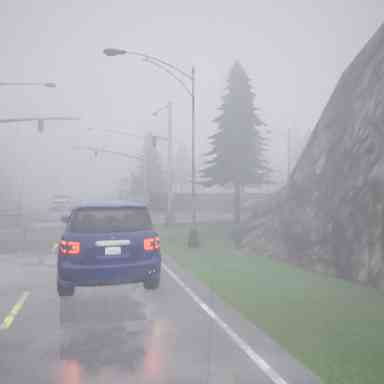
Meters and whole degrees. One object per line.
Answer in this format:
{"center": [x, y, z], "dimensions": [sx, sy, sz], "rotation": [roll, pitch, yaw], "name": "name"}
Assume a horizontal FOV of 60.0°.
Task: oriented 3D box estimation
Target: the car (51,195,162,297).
{"center": [-2.280, 1.220, 8.946], "dimensions": [2.150, 2.045, 5.566], "rotation": [0, 0, -17], "name": "car"}

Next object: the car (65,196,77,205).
{"center": [-21.694, 1.514, 59.804], "dimensions": [1.812, 1.442, 4.674], "rotation": [0, 0, -17], "name": "car"}

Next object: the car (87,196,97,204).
{"center": [-19.446, 1.514, 64.551], "dimensions": [1.812, 1.442, 4.674], "rotation": [0, 0, -17], "name": "car"}

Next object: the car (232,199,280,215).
{"center": [6.400, 1.495, 33.333], "dimensions": [4.892, 1.490, 1.837], "rotation": [-1, 0, -18], "name": "car"}

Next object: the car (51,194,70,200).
{"center": [-15.909, 1.213, 40.837], "dimensions": [2.150, 2.045, 5.566], "rotation": [0, 0, -17], "name": "car"}
